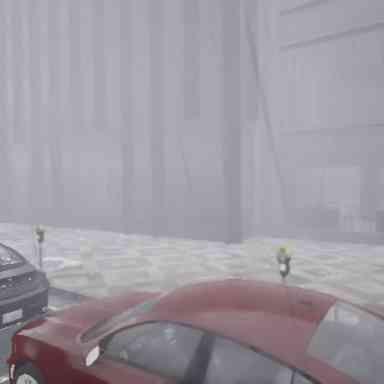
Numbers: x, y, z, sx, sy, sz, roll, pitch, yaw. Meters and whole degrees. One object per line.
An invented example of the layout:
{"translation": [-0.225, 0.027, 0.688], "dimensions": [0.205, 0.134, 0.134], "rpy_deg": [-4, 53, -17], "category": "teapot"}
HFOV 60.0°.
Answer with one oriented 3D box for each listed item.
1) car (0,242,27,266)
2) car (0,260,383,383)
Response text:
{"translation": [-4.329, 1.504, 5.840], "dimensions": [4.403, 1.369, 2.008], "rpy_deg": [0, 1, 33], "category": "car"}
{"translation": [0.211, 1.484, 2.871], "dimensions": [4.507, 1.381, 1.887], "rpy_deg": [0, 1, 33], "category": "car"}
